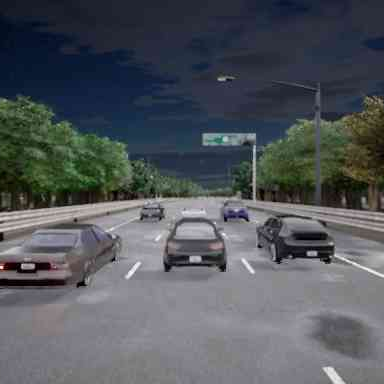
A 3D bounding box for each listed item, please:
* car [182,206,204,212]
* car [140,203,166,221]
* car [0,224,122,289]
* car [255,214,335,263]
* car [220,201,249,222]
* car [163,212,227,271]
[{"bbox_3d":[0.116,1.812,27.887,1.895,1.301,4.718,0,0,0],"label":"car"},{"bbox_3d":[-3.382,1.715,29.426,2.128,1.511,4.902,0,0,0],"label":"car"},{"bbox_3d":[-3.408,1.616,9.448,2.033,1.411,5.357,0,0,0],"label":"car"},{"bbox_3d":[3.605,1.597,12.379,1.837,1.490,4.892,0,0,0],"label":"car"},{"bbox_3d":[3.617,1.574,29.187,2.097,1.767,4.553,0,0,0],"label":"car"},{"bbox_3d":[0.094,1.606,11.059,1.812,1.442,4.674,0,0,0],"label":"car"}]
